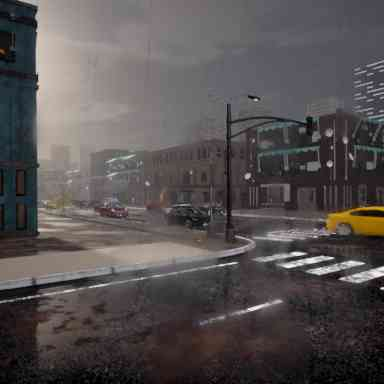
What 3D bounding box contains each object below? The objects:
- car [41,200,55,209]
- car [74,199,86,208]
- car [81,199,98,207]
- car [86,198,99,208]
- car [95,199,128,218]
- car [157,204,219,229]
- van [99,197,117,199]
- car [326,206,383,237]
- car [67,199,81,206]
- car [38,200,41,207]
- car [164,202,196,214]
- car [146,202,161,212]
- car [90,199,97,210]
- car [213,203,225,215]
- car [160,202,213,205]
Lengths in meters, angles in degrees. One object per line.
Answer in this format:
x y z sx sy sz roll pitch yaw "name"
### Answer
-24.231 2.233 57.612 1.752 1.417 4.829 -1 0 -35 "car"
-20.440 2.192 62.288 1.812 1.442 4.674 -1 0 -35 "car"
-20.702 2.227 67.117 1.887 1.381 4.507 -1 0 -35 "car"
-17.503 1.940 62.603 2.192 1.841 5.009 -1 0 -35 "car"
-8.311 1.846 35.184 1.967 1.590 4.097 -1 0 -35 "car"
-0.374 1.814 23.799 1.947 1.339 4.313 -1 0 -35 "car"
-14.298 1.907 58.090 1.690 1.788 3.998 -1 0 -35 "van"
9.398 1.491 16.638 5.008 1.535 1.882 -1 0 40 "car"
-27.110 2.364 76.144 1.947 1.339 4.313 -1 0 -35 "car"
-30.738 2.376 66.778 2.008 1.369 4.403 -1 0 -35 "car"
-1.476 1.904 40.037 1.802 1.307 4.206 -2 0 -35 "car"
-4.679 1.966 44.550 1.802 1.307 4.206 -2 0 -35 "car"
-11.224 2.025 43.811 2.033 1.411 5.357 -1 0 -35 "car"
1.728 1.810 35.524 2.008 1.369 4.403 -2 0 -35 "car"
-0.558 1.795 28.762 1.812 1.442 4.674 -1 0 -36 "car"
